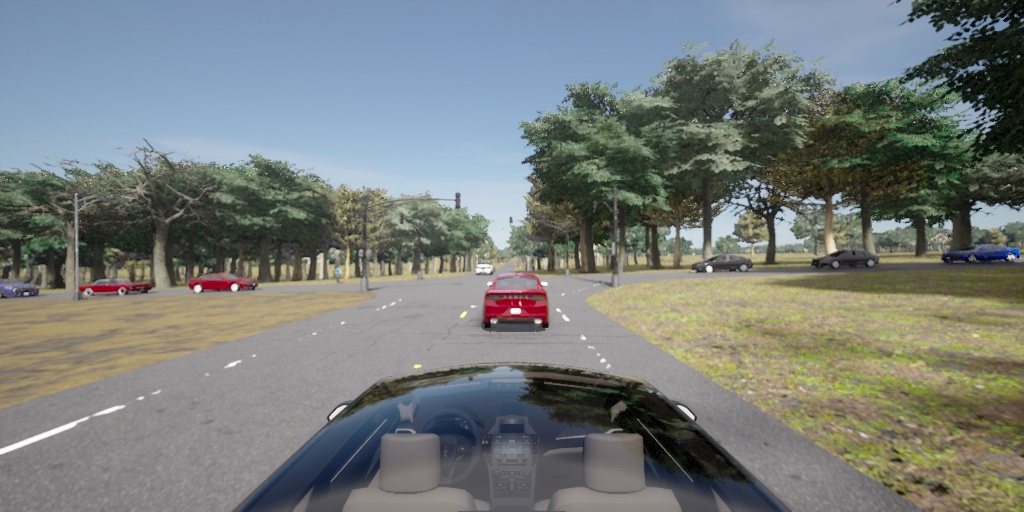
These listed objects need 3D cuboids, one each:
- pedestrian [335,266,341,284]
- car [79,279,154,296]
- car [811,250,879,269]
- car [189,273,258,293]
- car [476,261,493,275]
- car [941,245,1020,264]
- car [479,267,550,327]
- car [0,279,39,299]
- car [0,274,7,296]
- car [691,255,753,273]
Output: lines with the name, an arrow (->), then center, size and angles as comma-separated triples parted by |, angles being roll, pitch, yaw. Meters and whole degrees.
pedestrian -> -17.960, 1.910, 36.970 | 0.375, 1.860, 0.375 | 0, 1, 3
car -> -33.085, 2.610, 30.018 | 4.718, 1.301, 1.895 | -2, -1, 2
car -> 28.841, 0.275, 31.151 | 4.892, 1.490, 1.837 | -2, -1, 2
car -> -23.726, 2.166, 29.612 | 5.008, 1.535, 1.882 | -2, -1, 2
car -> -3.989, 1.744, 52.433 | 2.150, 2.045, 5.566 | 0, -1, 1
car -> 39.951, -0.180, 30.692 | 5.008, 1.535, 1.882 | -2, -1, 2
car -> 0.171, 1.301, 11.885 | 1.882, 1.535, 5.008 | 0, 0, 2
car -> -43.366, 2.698, 30.496 | 4.553, 1.767, 2.097 | -2, -1, 3
car -> -52.864, 2.925, 34.586 | 5.566, 2.045, 2.150 | -2, -1, 3
car -> 18.419, 0.689, 31.571 | 4.892, 1.490, 1.837 | -2, -1, 2
